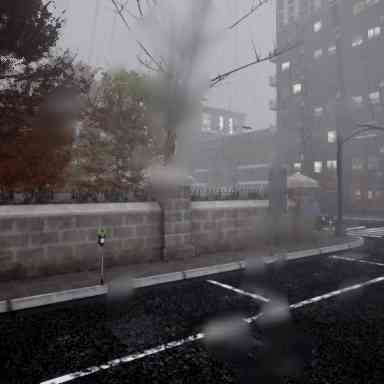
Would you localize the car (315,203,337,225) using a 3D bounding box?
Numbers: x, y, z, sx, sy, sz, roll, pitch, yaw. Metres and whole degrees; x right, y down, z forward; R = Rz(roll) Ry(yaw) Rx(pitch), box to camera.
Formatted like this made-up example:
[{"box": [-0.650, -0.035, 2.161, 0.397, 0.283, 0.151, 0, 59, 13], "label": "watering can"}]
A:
[{"box": [8.281, 1.801, 25.766, 2.033, 1.411, 5.357, 0, -1, -36], "label": "car"}]

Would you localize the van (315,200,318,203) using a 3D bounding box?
[{"box": [10.417, 1.646, 32.623, 1.690, 1.788, 3.998, -1, 0, -36], "label": "van"}]
